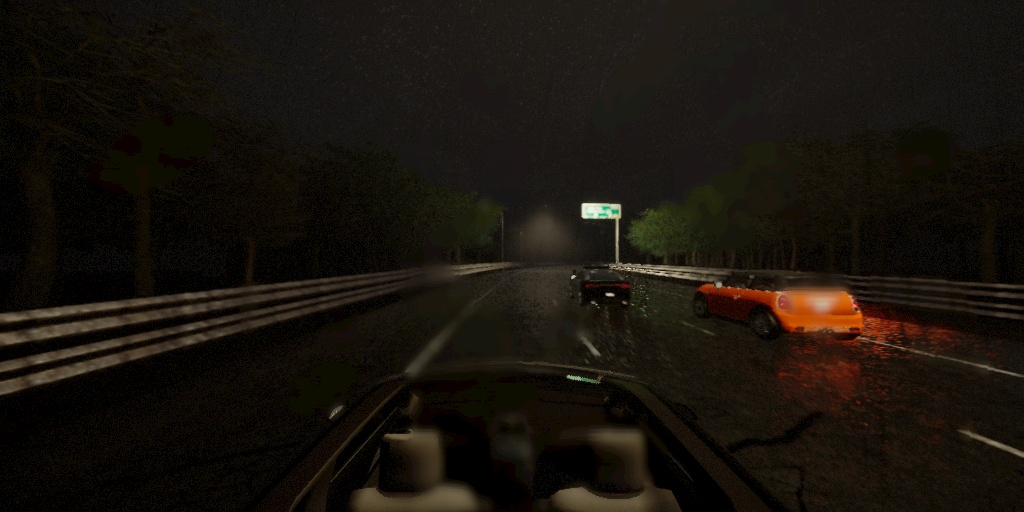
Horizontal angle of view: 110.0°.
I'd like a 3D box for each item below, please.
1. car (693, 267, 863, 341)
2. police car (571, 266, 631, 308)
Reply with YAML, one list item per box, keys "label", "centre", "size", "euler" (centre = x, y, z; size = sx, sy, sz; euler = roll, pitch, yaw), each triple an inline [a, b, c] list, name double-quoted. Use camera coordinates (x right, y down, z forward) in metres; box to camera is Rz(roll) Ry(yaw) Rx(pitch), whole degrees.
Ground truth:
- label: "car"
  centre: [7.148, 1.176, 10.325]
  size: [2.097, 1.767, 4.553]
  euler: [0, 0, 1]
- label: "police car"
  centre: [3.773, 1.266, 16.031]
  size: [1.930, 1.638, 5.238]
  euler: [0, 0, 2]
